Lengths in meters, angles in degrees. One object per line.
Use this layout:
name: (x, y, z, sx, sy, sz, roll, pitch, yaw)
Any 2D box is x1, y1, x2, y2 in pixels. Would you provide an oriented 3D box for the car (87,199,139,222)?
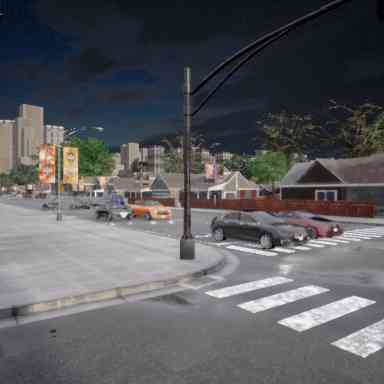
car: (-6.798, 1.652, 28.282, 2.128, 1.511, 4.902, 0, 0, -36)

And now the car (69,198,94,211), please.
car: (-15.720, 1.842, 46.541, 1.994, 1.385, 4.181, 0, 0, -35)

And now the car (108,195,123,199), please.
car: (-12.966, 1.522, 54.124, 2.150, 2.045, 5.566, 0, 0, -36)

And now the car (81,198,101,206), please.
car: (-19.115, 1.906, 62.605, 2.033, 1.411, 5.357, 0, 0, -35)

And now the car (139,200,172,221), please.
car: (-3.668, 1.505, 29.492, 2.097, 1.767, 4.553, 0, 0, -35)

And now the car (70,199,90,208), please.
car: (-19.431, 1.886, 57.591, 2.033, 1.411, 5.357, 0, 0, -34)

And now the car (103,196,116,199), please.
car: (-13.382, 1.785, 49.106, 1.837, 1.490, 4.892, 0, 0, -35)

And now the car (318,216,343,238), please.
car: (5.493, 1.622, 17.254, 1.994, 1.385, 4.181, 0, 0, -41)

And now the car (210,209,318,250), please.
car: (2.796, 1.561, 14.792, 1.837, 1.490, 4.892, 0, 0, -35)

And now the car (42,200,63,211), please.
car: (-19.533, 1.838, 46.330, 2.033, 1.411, 5.357, 0, 0, -35)
